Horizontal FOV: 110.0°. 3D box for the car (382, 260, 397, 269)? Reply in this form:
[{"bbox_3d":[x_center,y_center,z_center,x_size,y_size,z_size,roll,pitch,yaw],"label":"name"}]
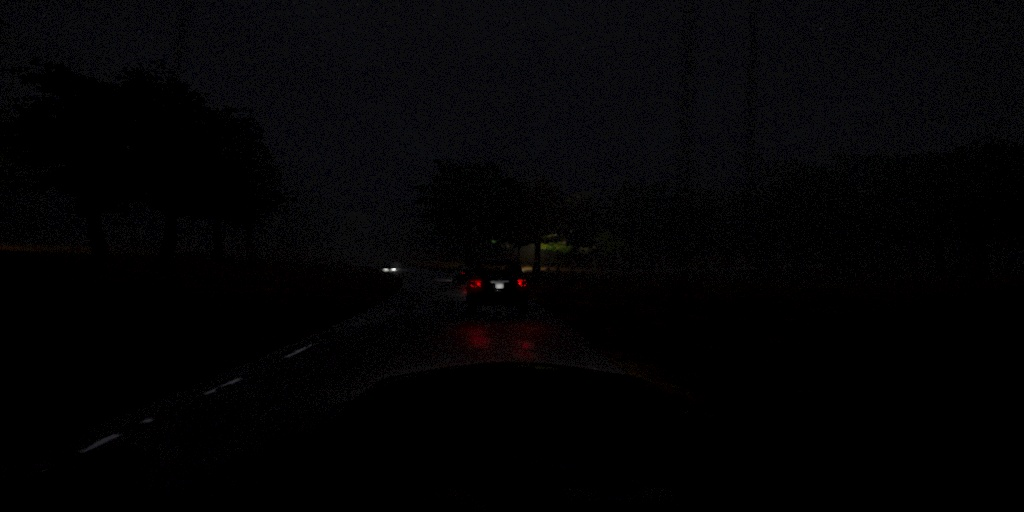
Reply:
[{"bbox_3d":[-20.944,1.438,61.123,1.994,1.385,4.181,0,0,-27],"label":"car"}]

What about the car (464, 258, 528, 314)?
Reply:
[{"bbox_3d":[-0.745,1.095,14.633,2.150,2.045,5.566,-1,0,-7],"label":"car"}]

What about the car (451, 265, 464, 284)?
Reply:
[{"bbox_3d":[-3.947,1.520,30.398,1.837,1.490,4.892,0,0,-16],"label":"car"}]
